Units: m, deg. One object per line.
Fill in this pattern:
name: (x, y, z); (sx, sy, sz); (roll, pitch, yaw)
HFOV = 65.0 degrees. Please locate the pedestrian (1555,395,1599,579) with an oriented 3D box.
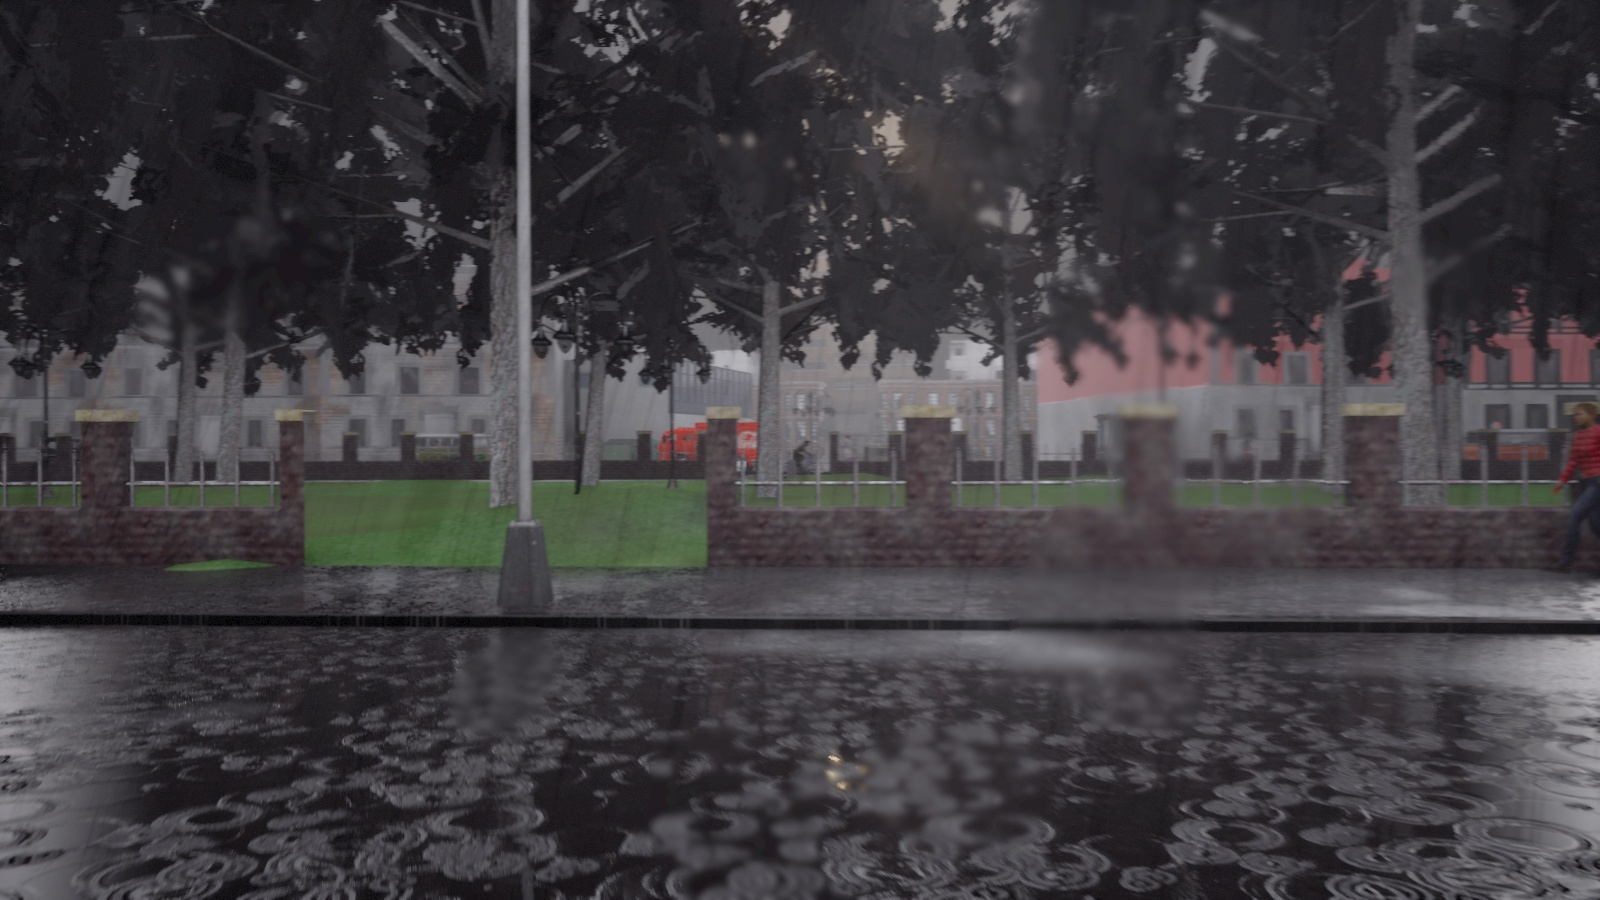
pedestrian: (8.097, 0.368, 12.773); (0.636, 1.846, 0.331); (0, 0, 4)

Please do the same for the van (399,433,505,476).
van: (-16.158, 0.198, 58.418); (4.442, 1.987, 1.775); (0, 0, 4)

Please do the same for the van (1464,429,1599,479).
van: (29.874, 0.150, 51.361); (4.442, 1.987, 1.775); (0, 0, 4)

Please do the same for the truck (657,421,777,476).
truck: (-3.761, -0.061, 57.599); (5.204, 2.467, 2.627); (0, 0, 4)

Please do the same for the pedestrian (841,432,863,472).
pedestrian: (2.610, 0.093, 62.904); (0.873, 1.952, 0.659); (0, 0, 24)

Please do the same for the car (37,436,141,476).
car: (-33.689, 0.268, 59.563); (3.866, 1.878, 1.905); (0, 0, 4)

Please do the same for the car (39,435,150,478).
car: (-31.086, 0.287, 55.385); (3.866, 1.878, 1.905); (0, 0, 4)
